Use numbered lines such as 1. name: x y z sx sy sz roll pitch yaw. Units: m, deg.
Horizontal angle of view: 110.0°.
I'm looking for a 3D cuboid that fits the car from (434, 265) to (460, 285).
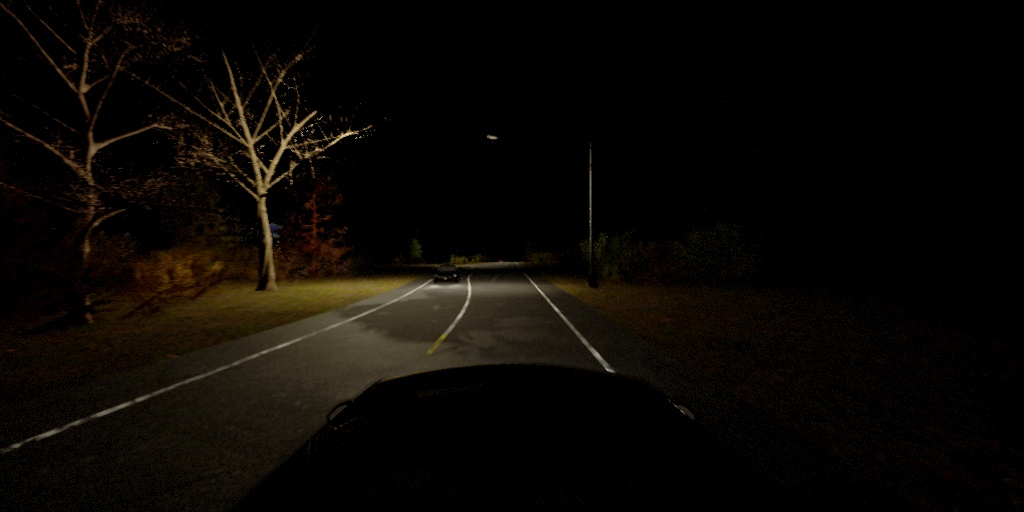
1. car: -5.328 1.463 29.598 1.882 1.535 5.008 0 -1 -7
